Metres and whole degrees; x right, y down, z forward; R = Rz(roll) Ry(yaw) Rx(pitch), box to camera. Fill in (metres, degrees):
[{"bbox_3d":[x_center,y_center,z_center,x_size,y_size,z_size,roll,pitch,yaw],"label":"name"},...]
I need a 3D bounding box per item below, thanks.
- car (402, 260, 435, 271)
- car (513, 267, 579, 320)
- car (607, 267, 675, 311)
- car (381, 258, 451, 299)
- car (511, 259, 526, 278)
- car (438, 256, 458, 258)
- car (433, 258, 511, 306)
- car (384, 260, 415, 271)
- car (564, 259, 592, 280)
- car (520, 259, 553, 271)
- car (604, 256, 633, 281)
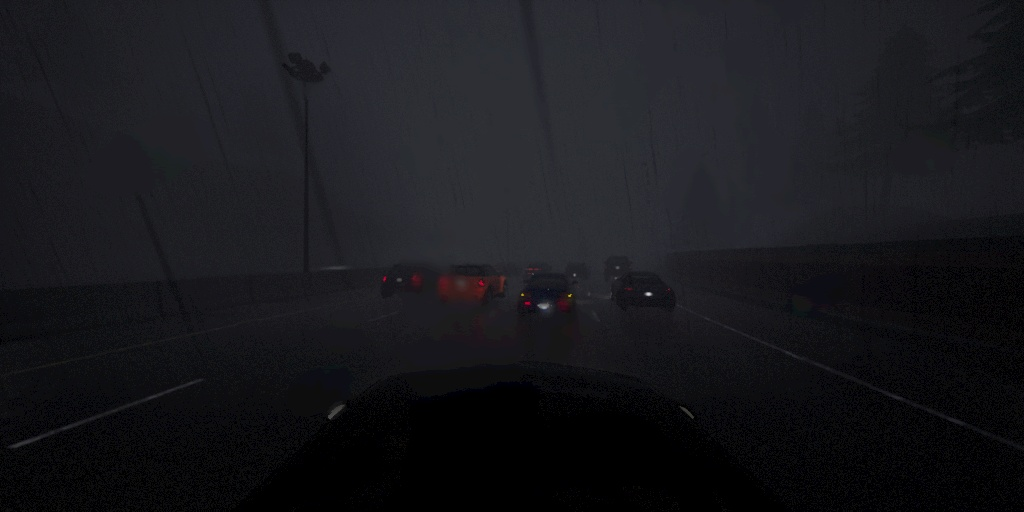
[{"bbox_3d":[-13.329,1.322,51.539,2.128,1.511,4.902,0,0,22],"label":"car"},{"bbox_3d":[1.344,1.299,12.784,1.812,1.442,4.674,0,0,9],"label":"car"},{"bbox_3d":[5.260,1.347,14.816,1.994,1.385,4.181,0,0,10],"label":"car"},{"bbox_3d":[-4.741,1.128,18.439,2.097,1.767,4.553,0,0,10],"label":"car"},{"bbox_3d":[-0.505,1.293,35.055,1.882,1.535,5.008,0,0,18],"label":"car"},{"bbox_3d":[-9.612,1.059,51.391,2.150,2.045,5.566,0,0,23],"label":"car"},{"bbox_3d":[-1.593,1.128,16.191,2.097,1.767,4.553,0,0,10],"label":"car"},{"bbox_3d":[-16.496,1.356,53.038,1.812,1.442,4.674,0,0,22],"label":"car"},{"bbox_3d":[6.017,1.325,32.490,1.837,1.490,4.892,0,0,17],"label":"car"},{"bbox_3d":[2.556,1.321,33.157,1.837,1.490,4.892,0,0,17],"label":"car"},{"bbox_3d":[9.205,1.042,31.053,2.150,2.045,5.566,0,0,17],"label":"car"}]
